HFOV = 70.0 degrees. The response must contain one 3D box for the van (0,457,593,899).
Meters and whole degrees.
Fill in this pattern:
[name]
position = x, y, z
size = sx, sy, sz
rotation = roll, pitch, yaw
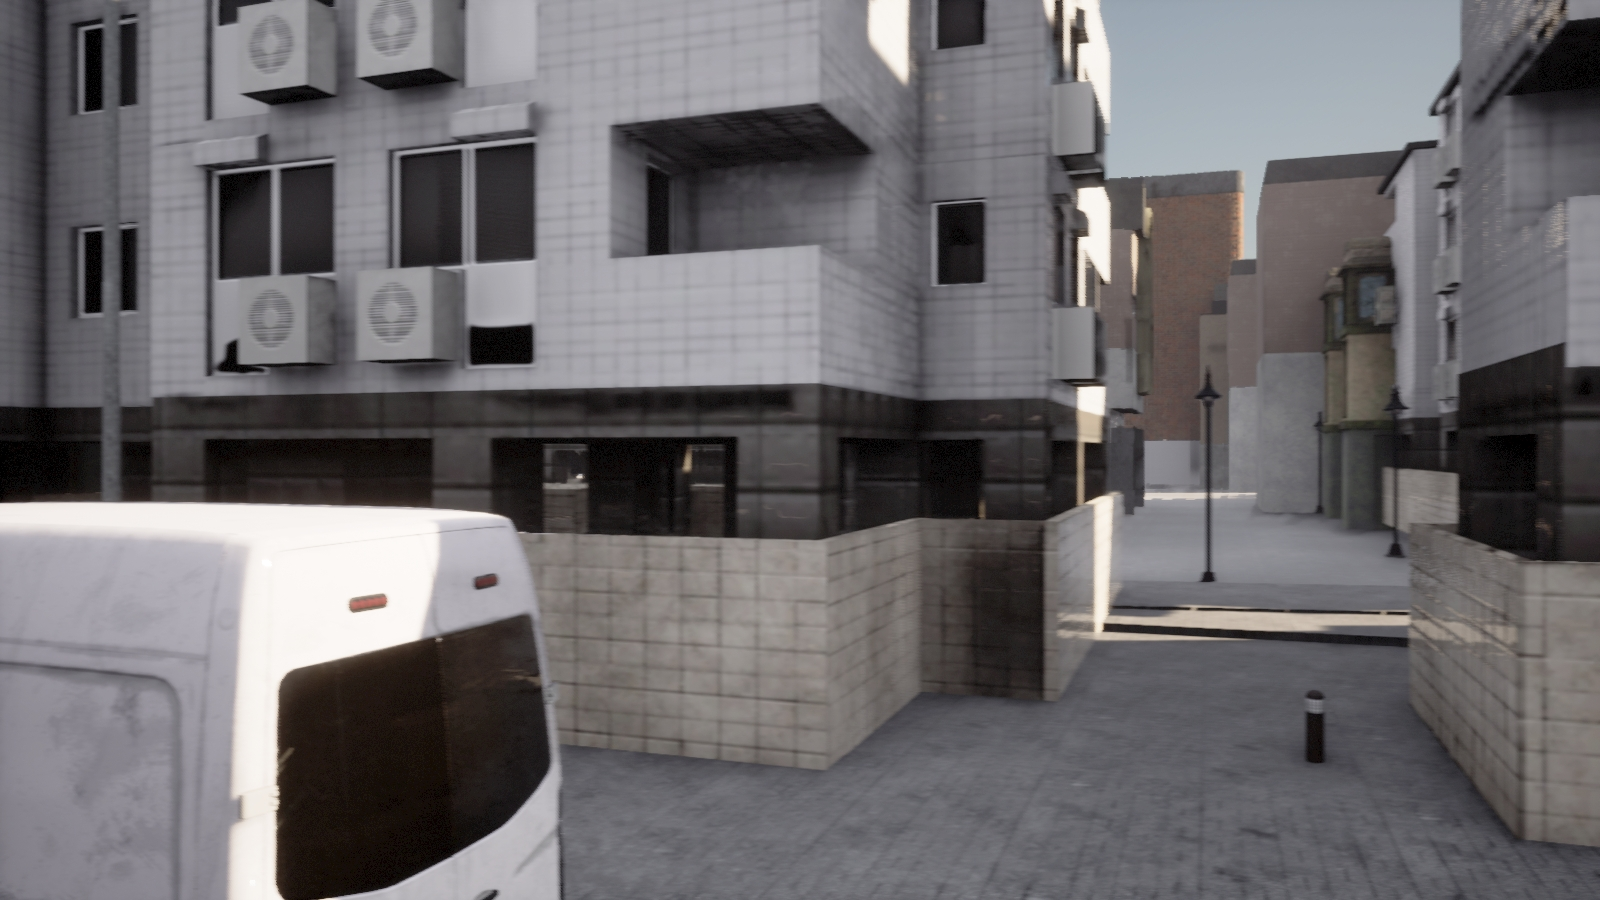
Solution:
[van]
position = -4.059, 1.317, 5.249
size = 5.915, 2.561, 1.988
rotation = 0, 0, 20
